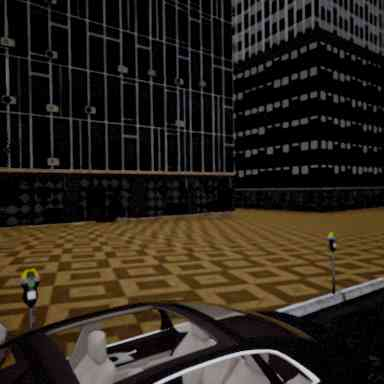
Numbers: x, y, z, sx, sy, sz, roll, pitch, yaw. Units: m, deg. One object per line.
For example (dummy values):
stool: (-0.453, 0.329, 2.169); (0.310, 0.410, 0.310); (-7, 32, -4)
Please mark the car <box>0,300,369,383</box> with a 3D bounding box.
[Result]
car: (-0.622, 1.550, 2.008); (4.403, 1.369, 2.008); (0, -1, -35)
